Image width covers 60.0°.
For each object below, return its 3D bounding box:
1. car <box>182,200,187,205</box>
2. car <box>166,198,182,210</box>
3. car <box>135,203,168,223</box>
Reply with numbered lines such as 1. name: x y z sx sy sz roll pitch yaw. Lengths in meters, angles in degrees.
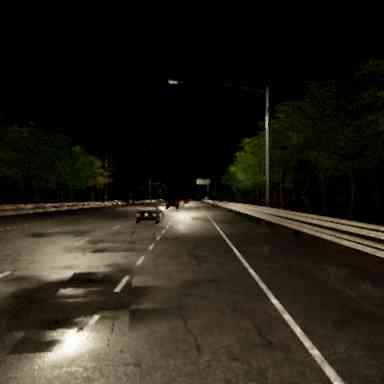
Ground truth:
1. car: -3.082 3.016 95.595 1.882 1.535 5.008 0 -1 1
2. car: -3.363 2.020 58.473 2.150 2.045 5.566 0 -1 0
3. car: -3.480 1.814 27.821 2.033 1.411 5.357 0 -1 0
